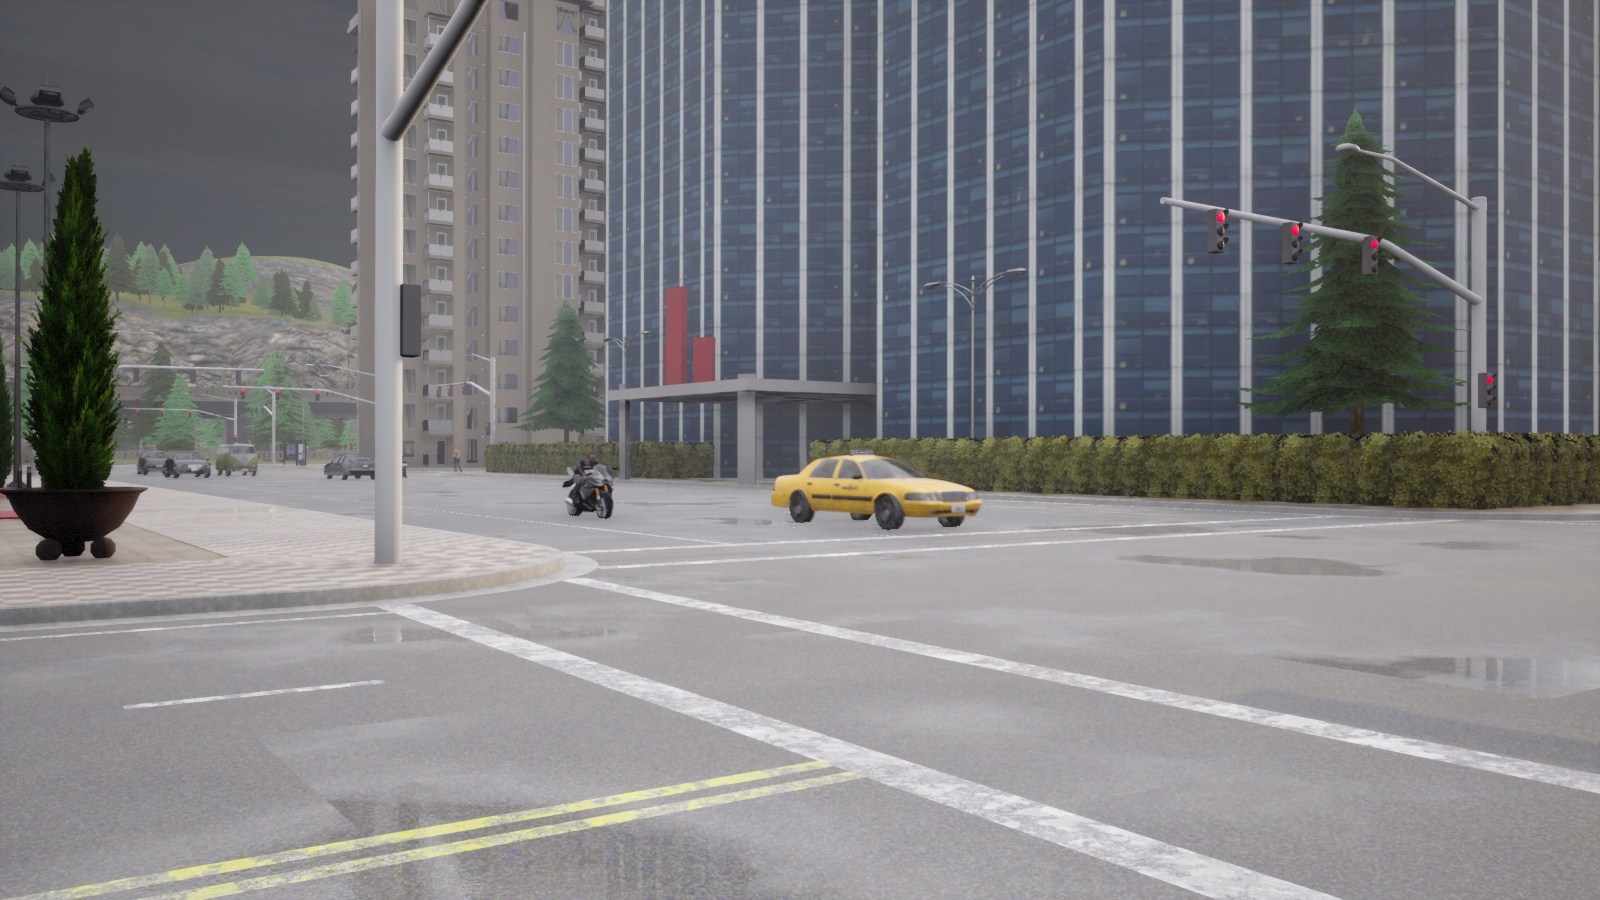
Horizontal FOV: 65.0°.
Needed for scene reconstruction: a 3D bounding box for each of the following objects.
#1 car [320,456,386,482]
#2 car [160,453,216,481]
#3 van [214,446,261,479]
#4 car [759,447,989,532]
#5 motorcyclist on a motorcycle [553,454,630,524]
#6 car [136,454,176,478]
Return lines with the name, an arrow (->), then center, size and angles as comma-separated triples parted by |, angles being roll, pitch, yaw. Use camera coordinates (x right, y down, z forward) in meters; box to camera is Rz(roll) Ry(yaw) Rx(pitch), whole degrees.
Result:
car -> -24.587, 1.013, 68.936 | 2.033, 1.411, 5.357 | 0, 0, -35
car -> -34.677, 0.948, 71.096 | 2.128, 1.511, 4.902 | 0, 0, -35
van -> -34.419, 0.758, 76.801 | 1.775, 1.987, 4.442 | 0, 0, -35
car -> 1.377, 0.745, 26.071 | 1.801, 1.575, 5.366 | 0, 0, -35
motorcyclist on a motorcycle -> -4.796, 0.860, 28.745 | 0.866, 1.530, 2.191 | 0, 0, -35
car -> -41.349, 1.008, 80.551 | 1.789, 1.549, 3.705 | 0, 0, -35
